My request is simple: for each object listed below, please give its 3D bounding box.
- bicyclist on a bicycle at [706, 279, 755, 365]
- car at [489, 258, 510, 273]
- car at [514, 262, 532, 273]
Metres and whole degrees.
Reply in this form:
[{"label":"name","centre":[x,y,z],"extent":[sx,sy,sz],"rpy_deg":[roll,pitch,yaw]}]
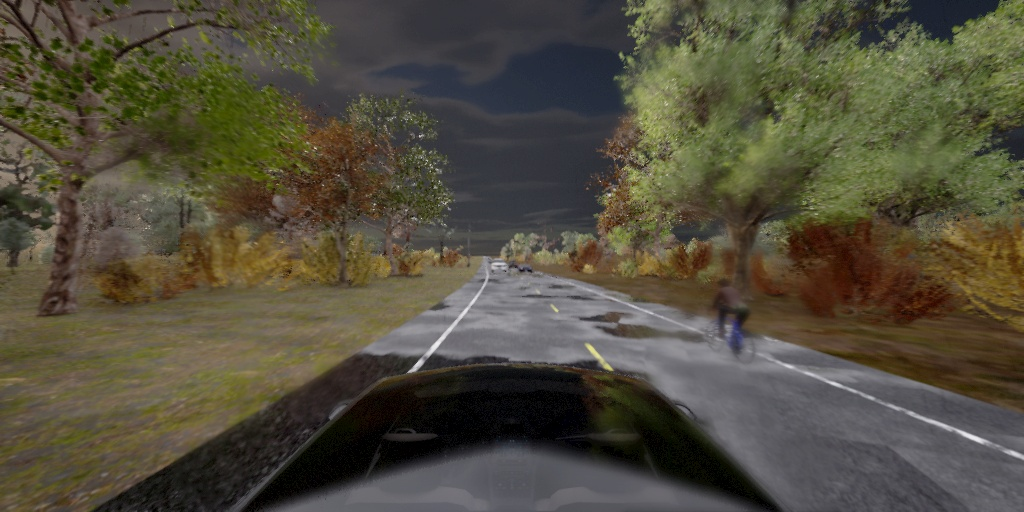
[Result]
[{"label":"bicyclist on a bicycle","centre":[4.458,1.298,7.407],"extent":[0.582,1.620,1.656],"rpy_deg":[1,-1,0]},{"label":"car","centre":[-1.968,1.385,53.580],"extent":[2.150,2.045,5.566],"rpy_deg":[1,0,-4]},{"label":"car","centre":[1.782,1.790,52.344],"extent":[1.895,1.301,4.718],"rpy_deg":[1,0,-4]}]
